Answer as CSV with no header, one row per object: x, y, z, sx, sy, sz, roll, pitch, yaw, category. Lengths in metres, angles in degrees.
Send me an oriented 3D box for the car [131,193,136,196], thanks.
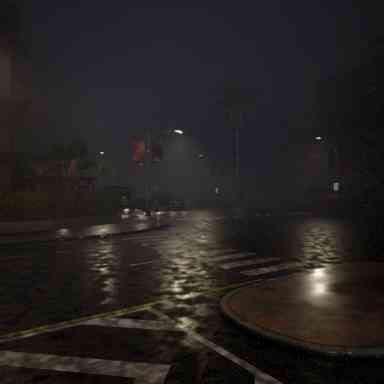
-13.408,1.220,68.461,2.150,2.045,5.566,0,0,-39,car

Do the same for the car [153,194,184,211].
-3.198,1.221,41.839,2.150,2.045,5.566,0,0,-35,car

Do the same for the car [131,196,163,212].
-5.643,1.526,39.199,1.812,1.442,4.674,0,0,-35,car

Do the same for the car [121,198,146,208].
-8.789,1.601,49.848,1.895,1.301,4.718,0,0,-34,car
